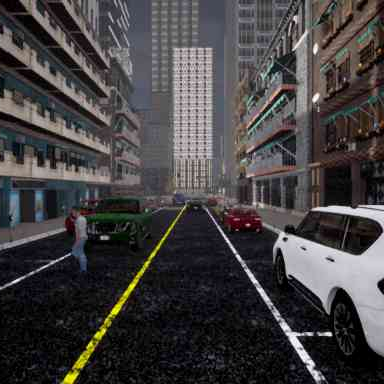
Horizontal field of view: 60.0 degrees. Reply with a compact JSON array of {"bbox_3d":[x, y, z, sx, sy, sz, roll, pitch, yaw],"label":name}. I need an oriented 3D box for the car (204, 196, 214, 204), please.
[{"bbox_3d":[3.256,1.523,63.457,1.752,1.417,4.829,-1,0,1],"label":"car"}]

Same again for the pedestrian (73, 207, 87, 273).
[{"bbox_3d":[-3.091,1.292,9.187,0.375,1.860,0.375,-1,1,1],"label":"pedestrian"}]

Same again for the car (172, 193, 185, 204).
[{"bbox_3d":[-2.457,1.222,62.550,2.150,2.045,5.566,0,0,1],"label":"car"}]

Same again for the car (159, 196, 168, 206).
[{"bbox_3d":[-5.226,1.436,52.330,1.967,1.590,4.097,-1,0,1],"label":"car"}]

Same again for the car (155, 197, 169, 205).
[{"bbox_3d":[-5.175,1.541,57.854,1.887,1.381,4.507,-1,0,1],"label":"car"}]

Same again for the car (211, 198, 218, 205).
[{"bbox_3d":[2.956,1.521,30.317,1.752,1.417,4.829,-1,0,1],"label":"car"}]

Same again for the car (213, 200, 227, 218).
[{"bbox_3d":[2.905,1.547,24.624,2.008,1.369,4.403,-1,0,1],"label":"car"}]

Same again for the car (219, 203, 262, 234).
[{"bbox_3d":[2.855,1.541,19.101,1.887,1.381,4.507,-1,0,1],"label":"car"}]

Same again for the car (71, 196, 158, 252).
[{"bbox_3d":[-2.975,1.218,14.174,2.150,2.045,5.566,0,0,1],"label":"car"}]

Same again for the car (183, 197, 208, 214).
[{"bbox_3d":[0.411,1.560,35.500,1.994,1.385,4.181,0,0,1],"label":"car"}]

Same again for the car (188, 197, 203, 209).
[{"bbox_3d":[0.489,1.500,45.489,1.837,1.490,4.892,0,0,1],"label":"car"}]

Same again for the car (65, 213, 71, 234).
[{"bbox_3d":[-5.529,1.312,19.190,2.192,1.841,5.009,-1,0,1],"label":"car"}]

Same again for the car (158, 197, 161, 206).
[{"bbox_3d":[-5.325,1.578,41.284,1.802,1.307,4.206,-1,0,1],"label":"car"}]

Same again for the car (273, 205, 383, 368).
[{"bbox_3d":[3.052,1.223,5.885,2.150,2.045,5.566,0,0,1],"label":"car"}]

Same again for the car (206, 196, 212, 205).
[{"bbox_3d":[3.155,1.541,52.240,1.887,1.381,4.507,-1,0,1],"label":"car"}]
